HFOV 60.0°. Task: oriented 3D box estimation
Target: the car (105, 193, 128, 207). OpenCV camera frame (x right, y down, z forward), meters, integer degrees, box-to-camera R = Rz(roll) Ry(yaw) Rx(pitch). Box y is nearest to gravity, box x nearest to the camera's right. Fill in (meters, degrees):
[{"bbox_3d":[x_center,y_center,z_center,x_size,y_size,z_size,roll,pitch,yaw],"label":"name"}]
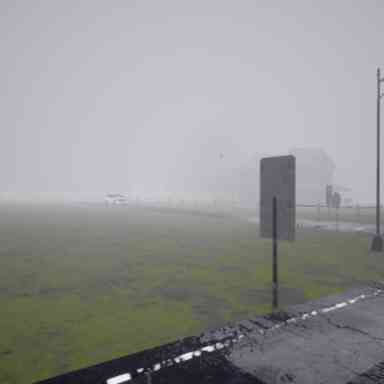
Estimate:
[{"bbox_3d":[-12.397,1.266,54.267,2.150,2.045,5.566,1,0,-35],"label":"car"}]
